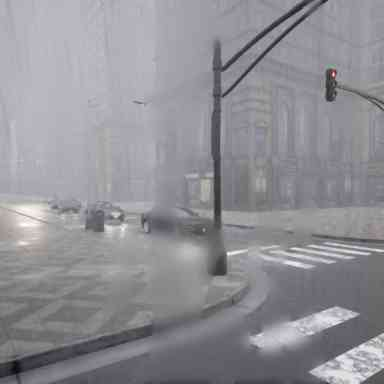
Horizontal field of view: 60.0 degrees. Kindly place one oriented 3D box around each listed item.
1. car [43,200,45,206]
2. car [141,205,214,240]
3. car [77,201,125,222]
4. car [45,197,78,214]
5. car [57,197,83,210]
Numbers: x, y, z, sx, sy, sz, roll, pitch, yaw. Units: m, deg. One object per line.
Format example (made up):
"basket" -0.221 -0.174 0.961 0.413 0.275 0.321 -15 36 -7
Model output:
"car" -21.957 1.446 52.133 1.812 1.442 4.674 0 0 -35
"car" -0.871 1.470 17.226 1.882 1.535 5.008 0 0 -36
"car" -6.784 1.480 25.514 2.128 1.511 4.902 0 0 -35
"car" -13.414 1.516 34.830 2.033 1.411 5.357 0 0 -35
"car" -16.317 1.489 44.318 2.033 1.411 5.357 0 0 -35
